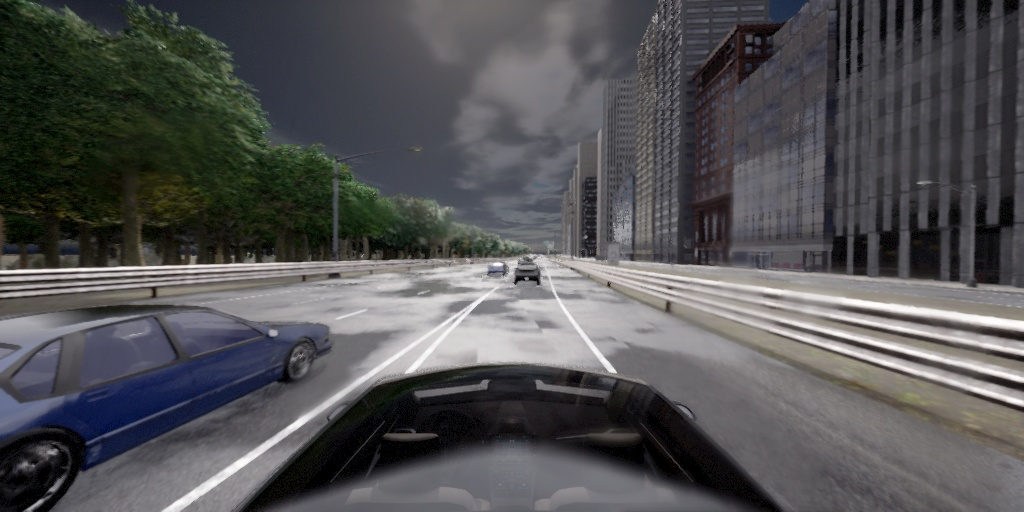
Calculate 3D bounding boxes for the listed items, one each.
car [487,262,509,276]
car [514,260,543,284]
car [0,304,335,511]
[{"bbox_3d":[-1.412,1.294,37.862,2.033,1.411,5.357,1,0,5],"label":"car"},{"bbox_3d":[1.218,1.276,26.964,1.837,1.490,4.892,0,0,5],"label":"car"},{"bbox_3d":[-4.288,1.261,3.988,2.033,1.411,5.357,0,0,5],"label":"car"}]
